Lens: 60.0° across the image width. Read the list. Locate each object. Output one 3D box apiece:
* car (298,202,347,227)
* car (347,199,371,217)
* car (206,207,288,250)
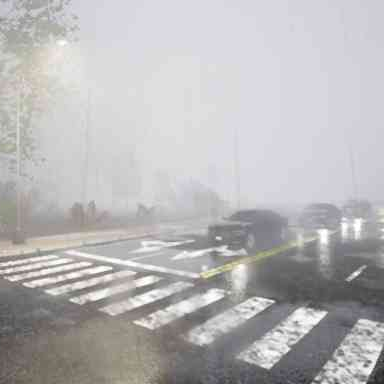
[{"bbox_3d":[8.763,1.473,22.524,1.812,1.442,4.674,-1,0,38],"label":"car"},{"bbox_3d":[15.051,1.384,30.460,2.128,1.511,4.902,-1,0,38],"label":"car"},{"bbox_3d":[2.554,1.479,14.673,1.882,1.535,5.008,-1,0,38],"label":"car"}]
